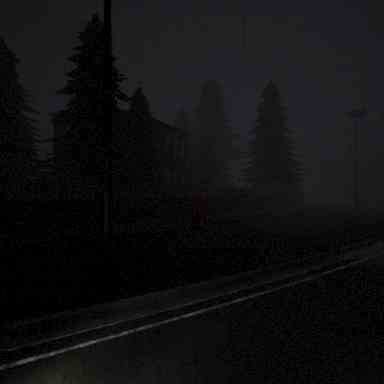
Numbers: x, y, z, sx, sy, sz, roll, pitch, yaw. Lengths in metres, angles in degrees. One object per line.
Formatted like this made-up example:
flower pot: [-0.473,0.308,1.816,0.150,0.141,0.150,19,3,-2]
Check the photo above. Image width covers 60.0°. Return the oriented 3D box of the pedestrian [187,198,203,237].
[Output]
pedestrian: [0.124,1.141,15.879,0.375,1.860,0.375,0,0,-43]
